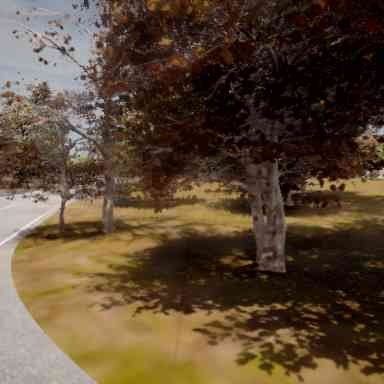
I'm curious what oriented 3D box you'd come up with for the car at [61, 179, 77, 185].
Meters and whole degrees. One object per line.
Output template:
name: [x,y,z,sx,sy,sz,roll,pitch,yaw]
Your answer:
car: [-19.160,-1.551,52.245,1.994,1.385,4.181,0,4,-6]
